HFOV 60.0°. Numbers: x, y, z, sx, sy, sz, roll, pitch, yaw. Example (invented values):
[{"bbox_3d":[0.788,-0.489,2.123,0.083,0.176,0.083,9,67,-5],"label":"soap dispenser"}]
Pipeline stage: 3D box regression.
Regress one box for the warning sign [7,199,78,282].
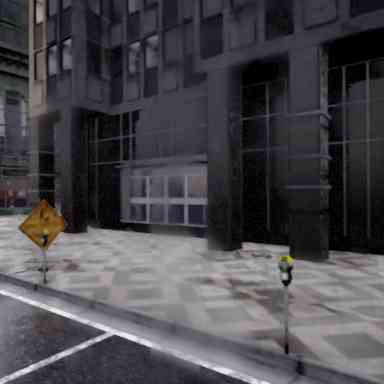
[{"bbox_3d":[-3.792,1.135,8.495,1.060,1.860,1.300,0,0,35],"label":"warning sign"}]
